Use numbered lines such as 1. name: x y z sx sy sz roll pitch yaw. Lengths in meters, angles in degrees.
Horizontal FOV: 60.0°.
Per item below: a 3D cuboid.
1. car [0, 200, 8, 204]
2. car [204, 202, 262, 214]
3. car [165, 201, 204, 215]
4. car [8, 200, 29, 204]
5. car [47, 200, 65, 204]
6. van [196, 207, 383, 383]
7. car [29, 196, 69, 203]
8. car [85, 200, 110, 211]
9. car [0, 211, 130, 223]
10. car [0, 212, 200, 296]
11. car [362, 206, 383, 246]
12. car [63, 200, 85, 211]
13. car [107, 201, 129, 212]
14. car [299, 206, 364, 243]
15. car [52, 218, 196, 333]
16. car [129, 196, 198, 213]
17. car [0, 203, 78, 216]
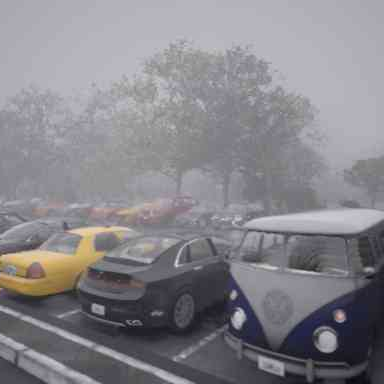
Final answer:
1. car: -17.292 1.739 35.654 2.163 1.488 4.792 0 0 36
2. car: 3.070 1.458 21.034 2.185 1.767 4.553 0 0 36
3. car: 0.793 1.601 22.638 2.231 1.521 4.892 0 0 36
4. car: -15.061 1.446 33.982 2.435 2.045 5.566 0 0 36
5. car: -10.519 1.711 30.758 2.002 1.452 4.674 0 0 36
6. van: 2.146 1.308 5.411 1.878 1.987 4.442 0 0 36
7. car: -12.801 1.559 32.356 2.185 1.767 4.553 0 0 36
8. car: -6.017 1.519 27.482 2.185 1.767 4.553 0 0 36
9. car: -4.563 1.584 10.381 2.231 1.521 4.892 0 0 36
10. car: -2.198 1.564 8.903 1.946 1.575 5.366 0 0 36
11. car: 9.841 1.534 16.139 2.097 1.535 5.008 0 0 36
12. car: -8.262 1.658 29.127 2.097 1.535 5.008 0 0 36
13. car: -3.733 1.629 25.887 2.097 1.535 5.008 0 0 36
14. car: 7.557 1.580 17.735 2.163 1.488 4.792 0 0 36
15. car: -0.050 1.551 7.124 2.231 1.521 4.892 0 0 36
16. car: -1.489 1.363 24.235 2.435 2.045 5.566 0 0 36
17. car: -6.847 1.474 11.976 2.185 1.767 4.553 0 0 36
